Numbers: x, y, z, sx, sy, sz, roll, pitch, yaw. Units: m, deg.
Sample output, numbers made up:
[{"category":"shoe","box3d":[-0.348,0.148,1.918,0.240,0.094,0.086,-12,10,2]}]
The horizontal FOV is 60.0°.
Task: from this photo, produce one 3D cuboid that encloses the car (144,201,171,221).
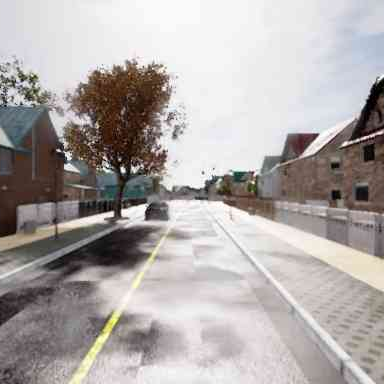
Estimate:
[{"category":"car","box3d":[-2.848,1.516,28.145,1.882,1.535,5.008,0,0,0]}]
